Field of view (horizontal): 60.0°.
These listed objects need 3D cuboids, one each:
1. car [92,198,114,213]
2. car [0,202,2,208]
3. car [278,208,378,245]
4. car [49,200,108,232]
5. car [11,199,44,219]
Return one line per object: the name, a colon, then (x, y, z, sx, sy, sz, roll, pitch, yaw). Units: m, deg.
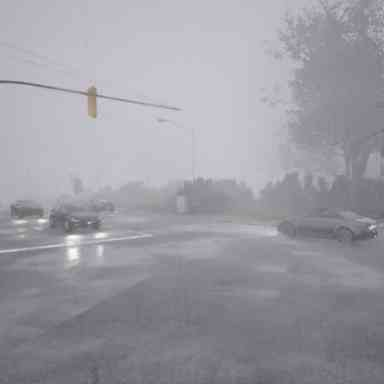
car: (-9.694, 1.401, 34.564, 1.812, 1.442, 4.674, -1, 0, -39)
car: (-27.314, 1.483, 45.330, 1.812, 1.442, 4.674, -1, 0, -38)
car: (5.982, 1.418, 15.021, 1.994, 1.385, 4.181, -1, 0, -39)
car: (-7.089, 1.443, 19.968, 1.837, 1.490, 4.892, -1, 1, -39)
car: (-14.541, 1.423, 29.261, 1.882, 1.535, 5.008, -1, 0, -39)
